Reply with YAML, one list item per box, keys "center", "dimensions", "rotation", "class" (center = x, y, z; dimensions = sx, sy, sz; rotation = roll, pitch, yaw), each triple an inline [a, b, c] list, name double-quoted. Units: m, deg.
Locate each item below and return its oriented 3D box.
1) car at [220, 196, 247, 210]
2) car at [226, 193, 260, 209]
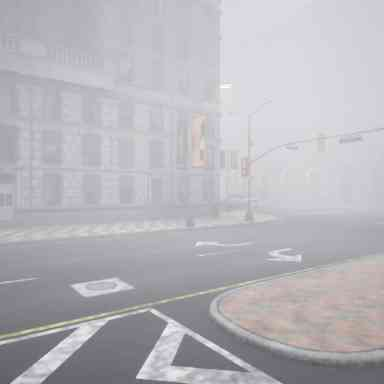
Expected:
- center: [4.695, 1.564, 43.405]
  dimensions: [1.994, 1.385, 4.181]
  rotation: [0, 0, -36]
  class: "car"
- center: [6.866, 1.221, 46.370]
  dimensions: [2.150, 2.045, 5.566]
  rotation: [0, 0, -37]
  class: "car"
